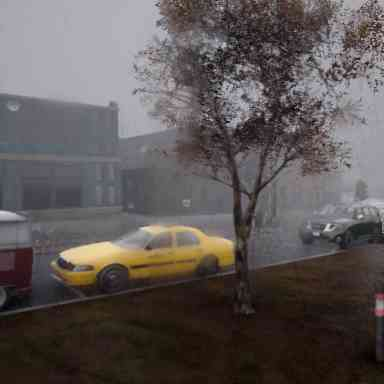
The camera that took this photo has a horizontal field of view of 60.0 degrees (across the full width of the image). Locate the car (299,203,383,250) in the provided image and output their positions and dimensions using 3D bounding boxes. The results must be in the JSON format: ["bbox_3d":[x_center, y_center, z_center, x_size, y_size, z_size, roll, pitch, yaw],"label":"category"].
[{"bbox_3d":[7.654,1.614,16.775,5.566,2.045,2.435,2,1,-42],"label":"car"}]

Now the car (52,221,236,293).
[{"bbox_3d":[-1.070,1.650,9.527,5.366,1.575,1.946,2,1,-36],"label":"car"}]

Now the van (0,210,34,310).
[{"bbox_3d":[-5.486,1.341,6.226,4.442,1.987,1.878,2,1,-38],"label":"van"}]
